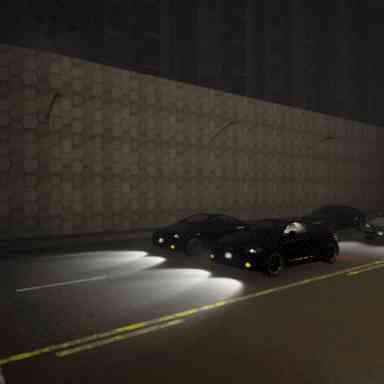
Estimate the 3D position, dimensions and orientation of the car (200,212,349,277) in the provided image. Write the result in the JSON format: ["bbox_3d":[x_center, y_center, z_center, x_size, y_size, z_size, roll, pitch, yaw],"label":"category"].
[{"bbox_3d":[2.607,1.518,10.138,4.181,1.385,1.994,0,0,-35],"label":"car"}]

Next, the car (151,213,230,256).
[{"bbox_3d":[0.529,1.518,12.956,4.181,1.385,1.994,0,0,-35],"label":"car"}]

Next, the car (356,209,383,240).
[{"bbox_3d":[9.744,1.429,15.211,4.674,1.442,1.812,0,0,-35],"label":"car"}]

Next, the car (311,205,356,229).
[{"bbox_3d":[7.663,1.429,18.029,4.674,1.442,1.812,0,0,-35],"label":"car"}]
